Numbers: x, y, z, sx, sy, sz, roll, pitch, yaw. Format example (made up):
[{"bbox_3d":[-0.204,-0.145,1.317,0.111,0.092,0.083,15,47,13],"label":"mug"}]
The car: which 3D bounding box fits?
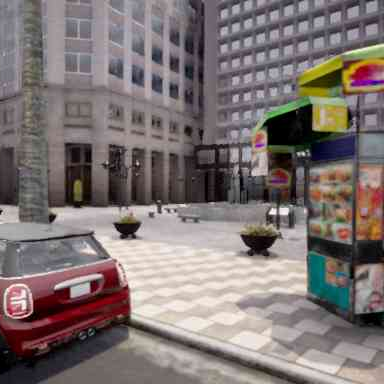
[{"bbox_3d":[-3.216,1.310,5.669,4.553,1.767,2.185,1,0,36],"label":"car"}]
